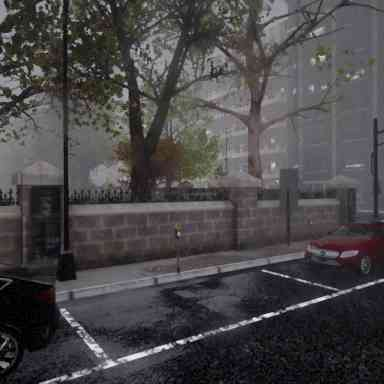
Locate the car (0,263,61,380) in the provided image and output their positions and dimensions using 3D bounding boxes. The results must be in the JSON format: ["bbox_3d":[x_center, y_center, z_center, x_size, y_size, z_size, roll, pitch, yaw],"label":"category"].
[{"bbox_3d":[-3.822,1.566,3.864,4.313,1.339,1.947,0,0,-35],"label":"car"}]

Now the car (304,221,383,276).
[{"bbox_3d":[5.251,1.581,10.206,4.206,1.307,1.802,0,0,-35],"label":"car"}]
